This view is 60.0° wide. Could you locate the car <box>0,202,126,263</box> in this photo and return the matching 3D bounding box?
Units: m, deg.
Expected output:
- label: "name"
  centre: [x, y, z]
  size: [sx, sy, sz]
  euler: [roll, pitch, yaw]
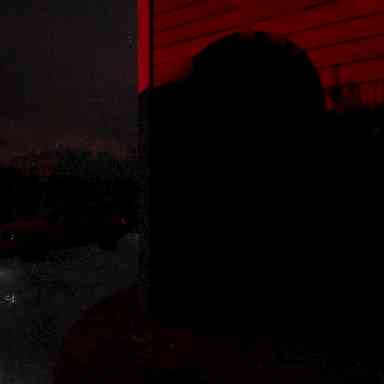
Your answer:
- label: "car"
  centre: [-5.200, 1.454, 13.488]
  size: [2.150, 2.045, 5.566]
  euler: [-1, -1, 35]
